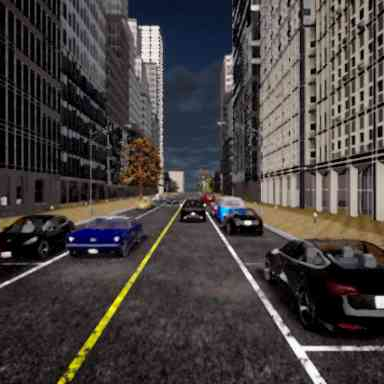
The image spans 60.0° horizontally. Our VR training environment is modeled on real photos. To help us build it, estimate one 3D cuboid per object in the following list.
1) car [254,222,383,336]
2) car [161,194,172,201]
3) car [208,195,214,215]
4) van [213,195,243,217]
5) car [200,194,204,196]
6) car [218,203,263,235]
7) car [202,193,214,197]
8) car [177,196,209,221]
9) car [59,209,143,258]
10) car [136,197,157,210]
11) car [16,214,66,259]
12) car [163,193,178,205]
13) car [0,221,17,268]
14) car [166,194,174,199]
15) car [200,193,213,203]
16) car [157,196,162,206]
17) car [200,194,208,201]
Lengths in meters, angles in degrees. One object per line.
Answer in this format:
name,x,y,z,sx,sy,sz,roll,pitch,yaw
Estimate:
car,2.690,1.542,6.650,1.947,1.339,4.313,0,0,0
car,-5.719,1.237,74.965,1.947,1.339,4.313,0,0,0
car,2.681,1.325,29.419,1.967,1.590,4.097,0,0,0
van,2.683,1.250,23.727,1.690,1.788,3.998,0,0,0
car,0.082,1.332,42.170,2.163,1.488,4.792,0,0,0
car,2.685,1.498,18.034,1.947,1.339,4.313,0,0,0
car,2.672,1.097,52.187,2.192,1.841,5.009,0,0,0
car,0.089,1.377,25.993,1.882,1.535,5.008,0,0,0
car,-3.106,1.554,12.662,1.895,1.301,4.718,0,0,0
car,-5.705,1.361,40.640,1.752,1.417,4.829,0,0,0
car,-5.694,1.520,12.348,1.947,1.339,4.313,0,0,0
car,-3.094,1.322,53.705,2.033,1.411,5.357,0,0,0
car,-5.691,1.520,6.655,1.887,1.381,4.507,0,0,0
car,-5.723,1.193,86.348,1.802,1.307,4.206,0,0,0
car,2.668,1.043,63.571,2.192,1.841,5.009,0,0,0
car,-5.707,1.359,46.504,2.008,1.369,4.403,0,0,0
car,2.662,1.195,75.125,1.752,1.417,4.829,0,0,0
